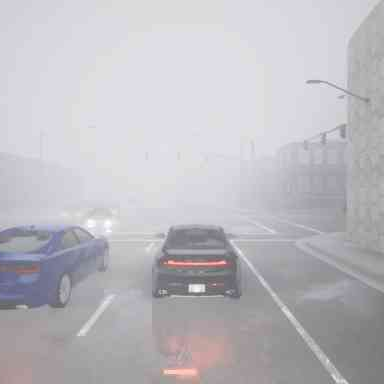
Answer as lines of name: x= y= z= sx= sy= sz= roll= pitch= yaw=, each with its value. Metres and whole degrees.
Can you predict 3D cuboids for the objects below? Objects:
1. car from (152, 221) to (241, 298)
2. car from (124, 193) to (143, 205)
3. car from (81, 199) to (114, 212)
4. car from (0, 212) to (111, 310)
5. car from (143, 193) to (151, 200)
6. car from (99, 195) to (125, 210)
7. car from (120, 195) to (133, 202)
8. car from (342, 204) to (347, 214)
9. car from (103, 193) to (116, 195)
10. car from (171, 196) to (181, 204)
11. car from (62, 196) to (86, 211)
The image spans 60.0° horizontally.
car: x=0.104 y=1.505 z=8.478 sx=1.837 sy=1.490 sz=4.892 roll=0 pitch=0 yaw=0
car: x=-10.410 y=1.351 z=57.598 sx=2.097 sy=1.767 sz=4.553 roll=0 pitch=0 yaw=1
car: x=-8.815 y=1.601 z=30.859 sx=1.895 sy=1.301 sz=4.718 roll=0 pitch=0 yaw=-23
car: x=-3.401 y=1.478 z=7.933 sx=1.882 sy=1.535 sz=5.008 roll=0 pitch=0 yaw=0
car: x=-10.287 y=1.210 z=73.207 sx=2.150 sy=2.045 sz=5.566 roll=0 pitch=0 yaw=0
car: x=-10.471 y=1.525 z=43.126 sx=1.812 sy=1.442 sz=4.674 roll=0 pitch=0 yaw=0
car: x=-13.794 y=1.327 z=70.685 sx=1.812 sy=1.442 sz=4.674 roll=0 pitch=0 yaw=0
car: x=14.996 y=1.015 z=27.522 sx=5.008 sy=1.535 sz=1.882 roll=-5 pitch=0 yaw=0
car: x=-13.915 y=1.216 z=55.350 sx=2.150 sy=2.045 sz=5.566 roll=0 pitch=1 yaw=1
car: x=-3.206 y=1.478 z=65.999 sx=1.882 sy=1.535 sz=5.008 roll=0 pitch=0 yaw=0
car: x=-14.028 y=1.352 z=40.300 sx=2.097 sy=1.767 sz=4.553 roll=0 pitch=0 yaw=1
